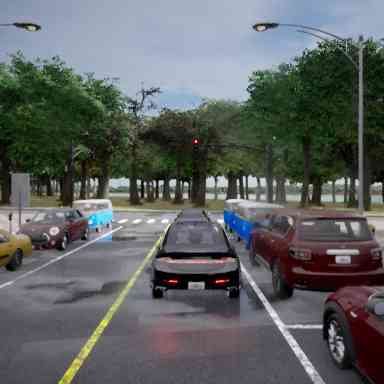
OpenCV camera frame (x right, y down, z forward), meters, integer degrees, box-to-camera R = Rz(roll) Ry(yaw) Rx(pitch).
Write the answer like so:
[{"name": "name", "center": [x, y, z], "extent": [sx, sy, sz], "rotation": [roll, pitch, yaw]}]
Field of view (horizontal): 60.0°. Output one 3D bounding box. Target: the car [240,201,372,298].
[{"name": "car", "center": [2.755, 1.313, 8.450], "extent": [2.192, 1.841, 5.009], "rotation": [0, 0, 0]}]

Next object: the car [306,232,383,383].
[{"name": "car", "center": [2.759, 1.439, 3.012], "extent": [1.967, 1.590, 4.097], "rotation": [0, 0, 0]}]

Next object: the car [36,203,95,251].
[{"name": "car", "center": [-5.774, 1.438, 13.882], "extent": [1.967, 1.590, 4.097], "rotation": [0, 0, 0]}]

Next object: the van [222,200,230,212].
[{"name": "van", "center": [2.748, 1.339, 19.325], "extent": [1.690, 1.788, 3.998], "rotation": [0, 0, 0]}]

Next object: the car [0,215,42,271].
[{"name": "car", "center": [-5.770, 1.524, 8.275], "extent": [1.752, 1.417, 4.829], "rotation": [0, 0, 0]}]

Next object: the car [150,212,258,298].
[{"name": "car", "center": [0.084, 1.490, 8.480], "extent": [2.128, 1.511, 4.902], "rotation": [0, 0, 0]}]

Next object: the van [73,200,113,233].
[{"name": "van", "center": [-5.777, 1.339, 19.320], "extent": [1.690, 1.788, 3.998], "rotation": [0, 0, 0]}]

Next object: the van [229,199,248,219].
[{"name": "van", "center": [2.751, 1.339, 13.888], "extent": [1.690, 1.788, 3.998], "rotation": [0, 0, 0]}]

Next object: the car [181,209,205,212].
[{"name": "car", "center": [0.045, 1.562, 17.399], "extent": [1.994, 1.385, 4.181], "rotation": [0, 0, 1]}]
